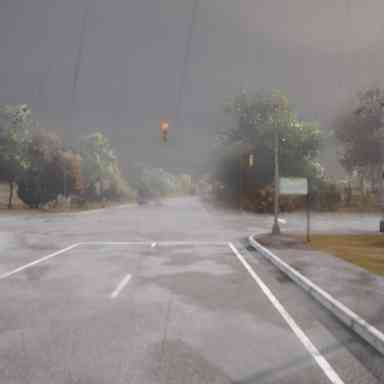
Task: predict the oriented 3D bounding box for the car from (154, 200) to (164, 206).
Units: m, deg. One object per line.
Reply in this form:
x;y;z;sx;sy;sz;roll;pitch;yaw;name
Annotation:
-6.974;2.285;70.652;1.895;1.301;4.718;0;-1;0;car

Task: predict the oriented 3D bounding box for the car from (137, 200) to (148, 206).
-10.474;2.285;70.654;1.895;1.301;4.718;0;-1;0;car
